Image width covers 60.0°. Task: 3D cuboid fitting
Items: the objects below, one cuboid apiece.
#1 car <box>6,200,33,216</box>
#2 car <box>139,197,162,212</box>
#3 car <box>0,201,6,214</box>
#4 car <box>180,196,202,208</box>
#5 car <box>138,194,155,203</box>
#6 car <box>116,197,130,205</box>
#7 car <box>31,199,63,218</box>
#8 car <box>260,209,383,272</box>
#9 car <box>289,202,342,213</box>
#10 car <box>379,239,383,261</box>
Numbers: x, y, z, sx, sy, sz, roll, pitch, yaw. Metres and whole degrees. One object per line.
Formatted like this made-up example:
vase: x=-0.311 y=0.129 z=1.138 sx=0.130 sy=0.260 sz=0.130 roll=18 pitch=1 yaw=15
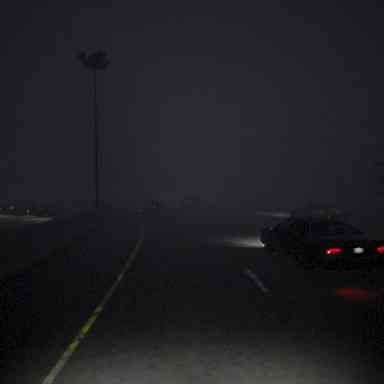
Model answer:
car: x=-19.154 y=1.684 z=37.866 sx=2.097 sy=1.767 sz=4.553 roll=-1 pitch=0 yaw=-15
car: x=-4.802 y=1.653 z=39.581 sx=1.994 sy=1.385 sz=4.181 roll=-1 pitch=0 yaw=-16
car: x=-23.483 y=1.909 z=40.406 sx=1.837 sy=1.490 sz=4.892 roll=-1 pitch=0 yaw=-16
car: x=-0.240 y=1.367 z=48.966 sx=2.097 sy=1.767 sz=4.553 roll=-1 pitch=0 yaw=-18
car: x=-8.269 y=1.375 z=61.478 sx=2.150 sy=2.045 sz=5.566 roll=0 pitch=0 yaw=-24
car: x=-13.314 y=1.742 z=63.809 sx=1.837 sy=1.490 sz=4.892 roll=1 pitch=-1 yaw=-26
car: x=-14.567 y=1.800 z=34.307 sx=2.033 sy=1.411 sz=5.357 roll=-1 pitch=0 yaw=-13
car: x=3.809 y=1.486 z=10.637 sx=2.033 sy=1.411 sz=5.357 roll=-1 pitch=0 yaw=-6
car: x=9.251 y=1.451 z=25.484 sx=1.895 sy=1.301 sz=4.718 roll=-1 pitch=0 yaw=-10
car: x=7.439 y=1.424 z=8.269 sx=2.033 sy=1.411 sz=5.357 roll=-1 pitch=0 yaw=-5
